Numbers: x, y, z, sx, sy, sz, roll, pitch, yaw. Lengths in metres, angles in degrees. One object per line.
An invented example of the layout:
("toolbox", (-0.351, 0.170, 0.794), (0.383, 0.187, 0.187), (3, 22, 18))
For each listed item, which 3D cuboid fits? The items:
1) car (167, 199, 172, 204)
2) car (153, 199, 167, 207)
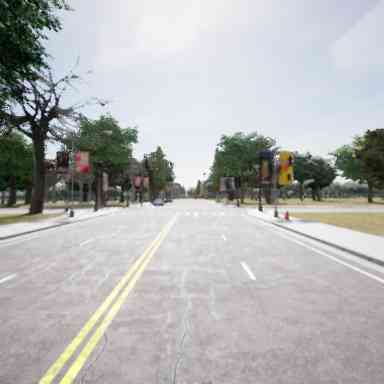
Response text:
("car", (-6.452, 2.524, 91.629), (1.895, 1.301, 4.718), (0, -1, 0))
("car", (-6.466, 2.084, 64.286), (1.812, 1.442, 4.674), (0, 0, 0))
